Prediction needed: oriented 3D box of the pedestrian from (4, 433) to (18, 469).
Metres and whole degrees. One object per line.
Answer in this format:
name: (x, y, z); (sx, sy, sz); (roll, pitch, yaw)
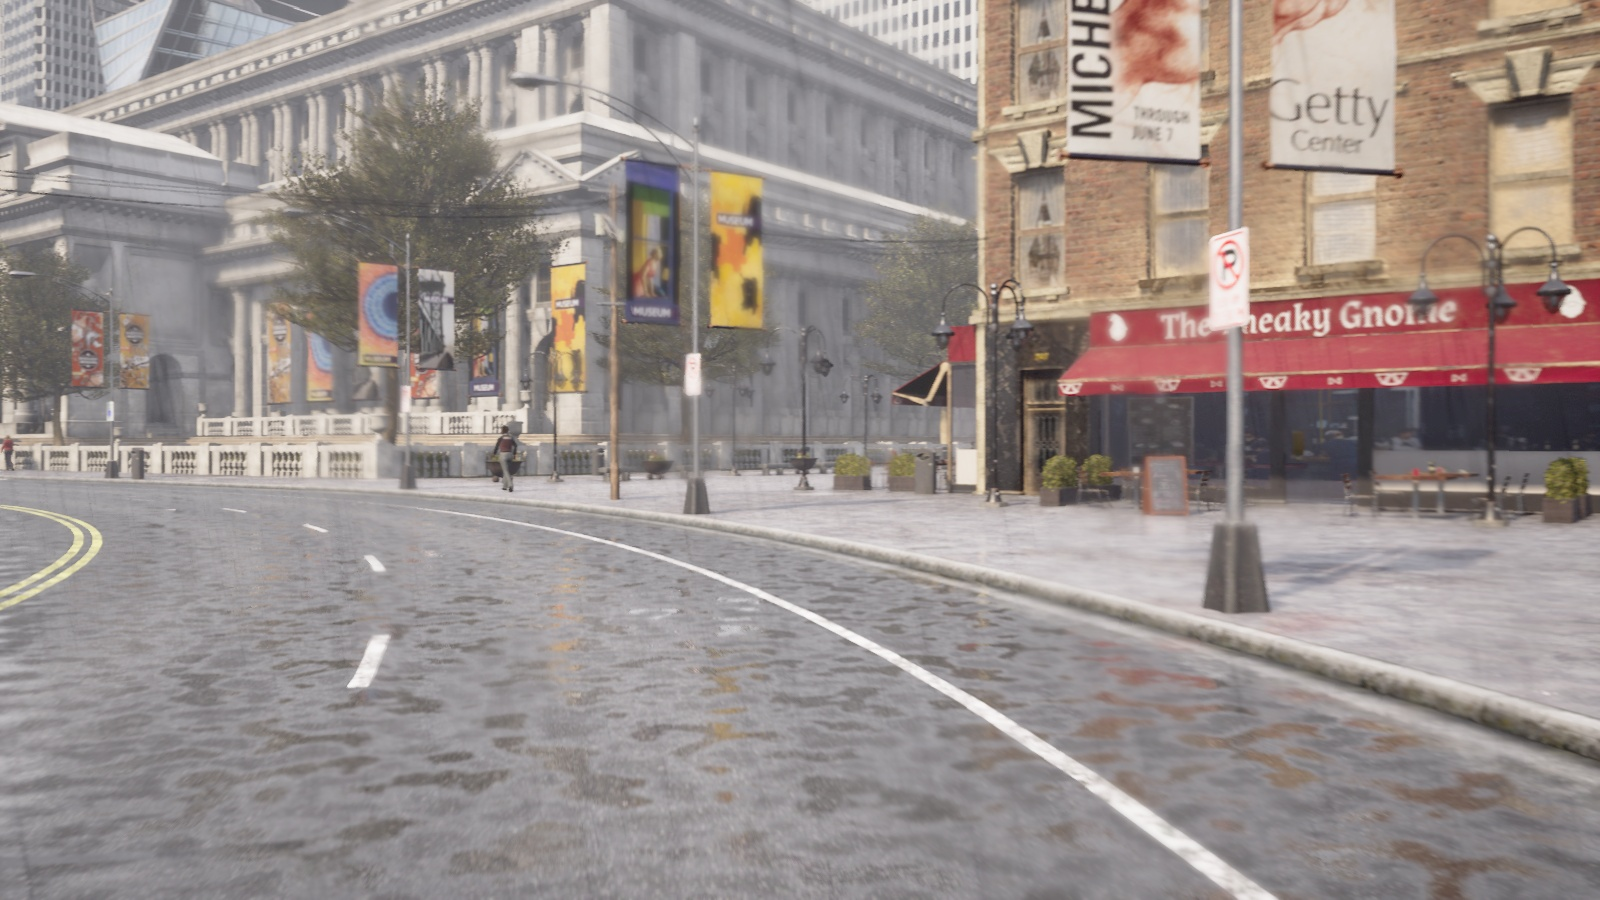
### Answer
pedestrian: (-40.013, 0.049, 63.660); (0.636, 1.846, 0.331); (0, 0, 30)

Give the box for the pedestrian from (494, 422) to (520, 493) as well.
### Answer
pedestrian: (-8.083, 0.209, 34.625); (0.666, 1.930, 0.402); (0, 0, 44)
